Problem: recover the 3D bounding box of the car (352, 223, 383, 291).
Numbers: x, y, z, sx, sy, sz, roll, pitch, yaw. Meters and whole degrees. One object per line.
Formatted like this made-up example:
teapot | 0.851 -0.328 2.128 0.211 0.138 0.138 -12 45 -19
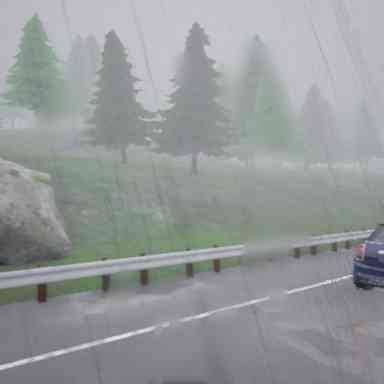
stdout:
car | 5.944 1.452 8.147 4.553 1.767 2.097 1 0 -37
